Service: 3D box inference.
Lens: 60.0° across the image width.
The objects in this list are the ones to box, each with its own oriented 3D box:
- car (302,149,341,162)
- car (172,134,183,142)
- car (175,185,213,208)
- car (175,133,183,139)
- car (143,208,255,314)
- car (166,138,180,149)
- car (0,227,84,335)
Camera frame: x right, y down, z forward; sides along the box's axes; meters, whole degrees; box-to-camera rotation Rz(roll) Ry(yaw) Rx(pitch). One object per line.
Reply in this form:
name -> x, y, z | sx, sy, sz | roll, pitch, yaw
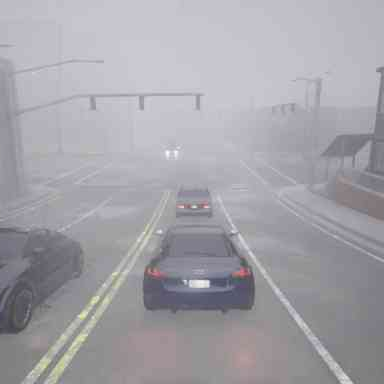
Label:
car -> 16.150, -4.552, 41.359 | 4.674, 1.442, 1.812 | 0, 12, 0
car -> -3.447, -10.491, 68.417 | 2.128, 1.511, 4.902 | 0, 12, 0
car -> 0.106, 0.361, 17.281 | 2.033, 1.411, 5.357 | 0, 8, 0
car -> -3.431, -14.794, 88.007 | 1.812, 1.442, 4.674 | 0, 12, 0
car -> 0.109, 1.346, 7.395 | 1.994, 1.385, 4.181 | 0, 3, 0
car -> -3.527, -8.296, 58.770 | 1.895, 1.301, 4.718 | 0, 12, -2
car -> -3.590, 1.406, 6.360 | 1.994, 1.385, 4.181 | 0, 3, 0
